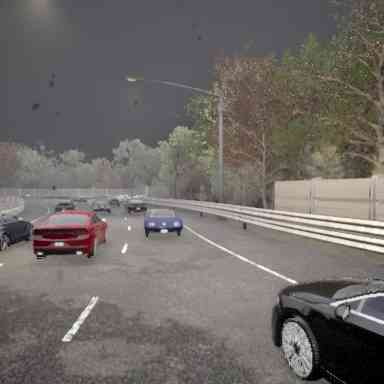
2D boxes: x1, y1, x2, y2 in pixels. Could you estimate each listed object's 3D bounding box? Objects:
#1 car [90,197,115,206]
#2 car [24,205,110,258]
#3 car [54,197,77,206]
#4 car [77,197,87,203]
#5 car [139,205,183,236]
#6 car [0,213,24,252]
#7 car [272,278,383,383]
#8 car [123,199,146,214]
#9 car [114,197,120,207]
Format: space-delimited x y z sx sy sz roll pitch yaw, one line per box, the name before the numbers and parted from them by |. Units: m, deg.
car | -9.930 1.531 35.950 2.033 1.411 5.357 0 0 -20
car | -4.449 1.471 12.787 1.882 1.535 5.008 0 0 -7
car | -13.210 1.489 34.578 1.837 1.490 4.892 0 0 -19
car | -23.015 1.567 67.367 1.895 1.301 4.718 0 0 -38
car | -1.734 1.592 18.247 1.895 1.301 4.718 0 0 -10
car | -8.105 1.557 13.713 1.994 1.385 4.181 0 0 -8
car | 2.609 1.490 2.911 2.128 1.511 4.902 0 0 -20
car | -6.026 1.461 34.872 1.882 1.535 5.008 0 0 -18
car | -12.281 1.481 50.163 1.837 1.490 4.892 0 0 -26
